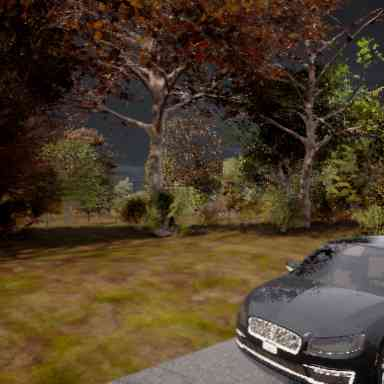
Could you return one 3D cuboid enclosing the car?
[{"bbox_3d":[2.824,1.517,5.235,4.892,1.490,1.837,0,0,-37],"label":"car"}]
